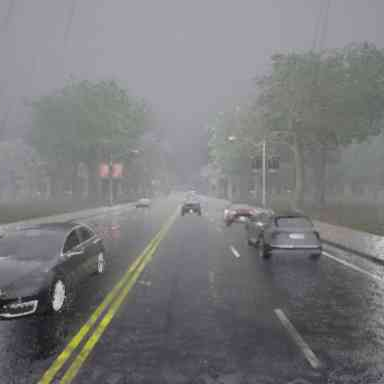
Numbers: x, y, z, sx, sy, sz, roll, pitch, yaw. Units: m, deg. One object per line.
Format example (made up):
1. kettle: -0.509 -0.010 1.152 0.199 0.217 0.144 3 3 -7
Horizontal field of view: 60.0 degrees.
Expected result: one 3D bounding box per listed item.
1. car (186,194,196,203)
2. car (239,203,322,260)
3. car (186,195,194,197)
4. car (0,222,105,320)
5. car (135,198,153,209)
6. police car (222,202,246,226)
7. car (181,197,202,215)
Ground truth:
1. car: -0.282 1.380 73.970 2.097 1.767 4.553 0 0 0
2. car: 3.241 1.438 12.516 2.033 1.649 4.856 0 0 0
3. car: -0.063 1.551 56.110 1.812 1.442 4.674 0 0 0
4. car: -3.355 1.509 7.588 1.837 1.490 4.892 0 0 0
5. car: -6.613 1.593 46.524 2.033 1.411 5.357 0 0 0
6. police car: 3.220 1.517 23.522 2.038 1.542 4.974 0 0 0
7. car: -0.080 1.525 33.963 1.837 1.490 4.892 0 0 0
